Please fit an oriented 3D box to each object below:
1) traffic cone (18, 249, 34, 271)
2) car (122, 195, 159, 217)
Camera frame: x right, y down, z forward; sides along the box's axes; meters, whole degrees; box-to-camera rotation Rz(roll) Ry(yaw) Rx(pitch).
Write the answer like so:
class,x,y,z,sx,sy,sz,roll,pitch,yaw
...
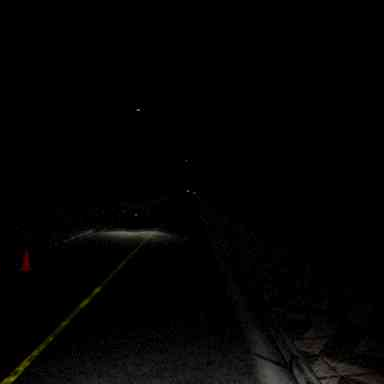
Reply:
class,x,y,z,sx,sy,sz,roll,pitch,yaw
traffic cone,-4.906,1.999,9.848,0.340,0.580,0.340,0,0,0
car,-3.717,1.183,24.828,2.150,2.045,5.566,0,0,0
